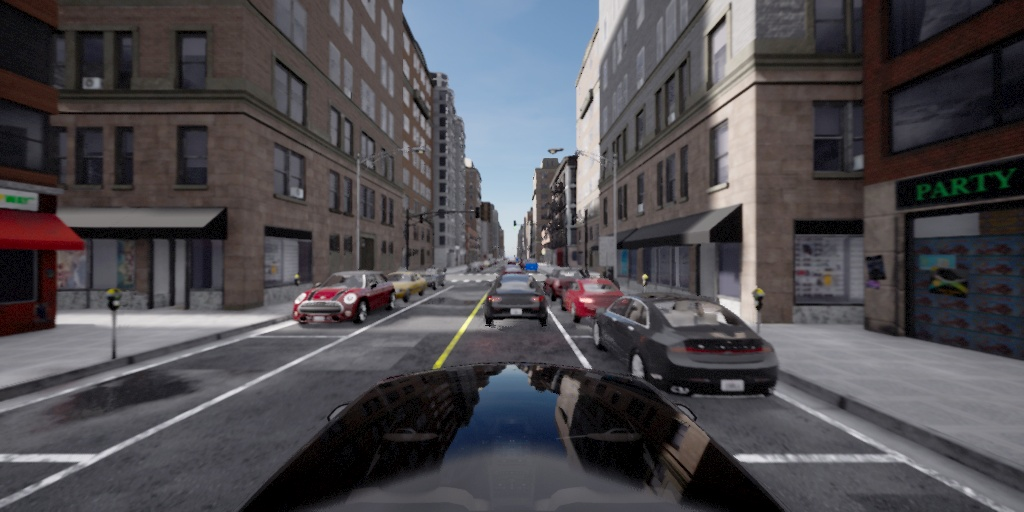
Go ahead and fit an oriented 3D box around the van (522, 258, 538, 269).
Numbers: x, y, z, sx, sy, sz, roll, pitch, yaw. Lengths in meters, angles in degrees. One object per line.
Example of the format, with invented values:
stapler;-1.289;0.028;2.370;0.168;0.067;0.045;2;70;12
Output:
van;2.696;1.308;50.108;1.690;1.789;3.998;0;0;0

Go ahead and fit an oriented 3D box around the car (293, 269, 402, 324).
car;-5.377;1.236;11.992;1.967;1.591;4.097;0;0;0

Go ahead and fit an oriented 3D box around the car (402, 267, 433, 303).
car;-5.370;1.347;17.339;1.751;1.417;4.829;0;0;0

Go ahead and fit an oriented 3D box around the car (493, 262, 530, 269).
car;-0.121;1.386;26.068;1.812;1.442;4.674;0;0;-6

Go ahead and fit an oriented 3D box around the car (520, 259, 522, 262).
car;2.710;1.600;61.470;1.802;1.307;4.207;0;0;0

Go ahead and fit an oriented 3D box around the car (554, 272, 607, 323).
car;2.649;1.379;11.989;1.802;1.307;4.207;0;0;0

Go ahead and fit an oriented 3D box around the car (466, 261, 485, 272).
car;-5.329;1.518;50.109;2.007;1.370;4.403;0;0;0

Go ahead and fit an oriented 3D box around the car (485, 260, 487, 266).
car;-5.322;1.538;55.791;1.888;1.381;4.507;0;0;0

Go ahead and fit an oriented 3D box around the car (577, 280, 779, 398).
car;2.642;1.322;6.470;2.007;1.370;4.403;0;0;0

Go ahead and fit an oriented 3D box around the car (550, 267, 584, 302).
car;2.655;1.262;17.508;1.967;1.591;4.097;0;0;0

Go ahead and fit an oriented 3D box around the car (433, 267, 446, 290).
car;-5.363;1.397;23.028;2.007;1.370;4.403;0;0;0

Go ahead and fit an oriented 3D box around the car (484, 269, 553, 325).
car;0.113;1.321;11.872;1.812;1.442;4.674;0;0;0
